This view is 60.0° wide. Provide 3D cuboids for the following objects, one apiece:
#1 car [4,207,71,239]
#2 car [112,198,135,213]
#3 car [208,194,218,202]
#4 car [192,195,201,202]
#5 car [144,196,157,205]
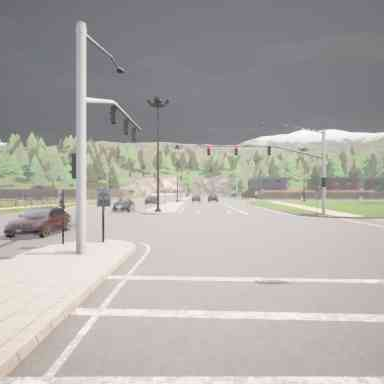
[{"bbox_3d":[-7.946,1.526,17.632,1.812,1.442,4.674,0,0,1],"label":"car"},{"bbox_3d":[-7.668,1.491,37.571,2.128,1.511,4.902,0,0,1],"label":"car"},{"bbox_3d":[4.376,1.188,69.730,2.097,1.767,4.553,0,0,1],"label":"car"},{"bbox_3d":[0.877,1.358,69.806,2.128,1.511,4.902,0,0,1],"label":"car"},{"bbox_3d":[-7.327,1.507,59.088,1.837,1.490,4.892,0,-1,1],"label":"car"}]
